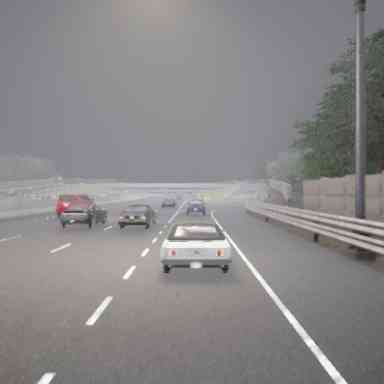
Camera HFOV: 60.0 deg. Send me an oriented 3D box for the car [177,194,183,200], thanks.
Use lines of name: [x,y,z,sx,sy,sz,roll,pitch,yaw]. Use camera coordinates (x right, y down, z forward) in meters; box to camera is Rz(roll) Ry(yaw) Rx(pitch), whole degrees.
car: [-3.333,1.343,85.907,2.128,1.511,4.902,0,0,0]

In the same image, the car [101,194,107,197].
car: [-24.356,1.300,90.601,1.812,1.442,4.674,0,0,0]

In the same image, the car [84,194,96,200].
car: [-27.855,1.328,90.570,1.994,1.385,4.181,0,0,0]

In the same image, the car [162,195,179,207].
car: [-3.312,1.514,48.812,1.994,1.385,4.181,0,0,0]

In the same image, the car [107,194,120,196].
car: [-20.855,1.329,90.634,1.994,1.385,4.181,0,0,0]

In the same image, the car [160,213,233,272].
car: [0.117,1.589,10.744,1.895,1.301,4.718,0,0,0]

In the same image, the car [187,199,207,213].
car: [0.504,1.490,34.037,1.812,1.442,4.674,0,0,4]

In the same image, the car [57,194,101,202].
car: [-10.311,1.190,29.939,2.150,2.045,5.566,0,0,0]

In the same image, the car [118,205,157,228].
car: [-3.444,1.525,21.676,2.033,1.411,5.357,0,0,0]

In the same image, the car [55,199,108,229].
car: [-6.842,1.469,21.469,2.128,1.511,4.902,0,0,0]
